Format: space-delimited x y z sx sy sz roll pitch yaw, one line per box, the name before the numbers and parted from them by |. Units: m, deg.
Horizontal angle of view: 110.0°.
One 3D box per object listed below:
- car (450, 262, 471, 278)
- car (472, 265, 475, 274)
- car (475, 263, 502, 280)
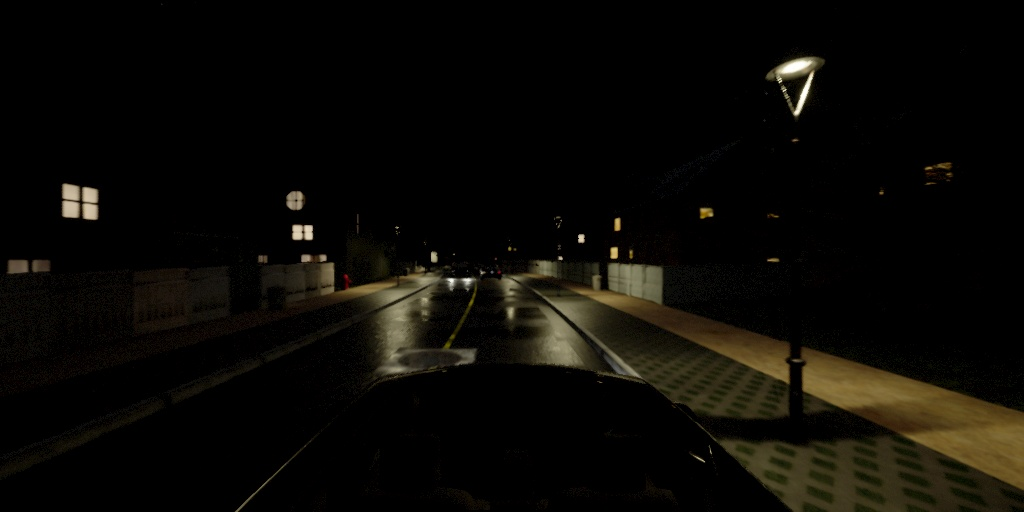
car | -5.398 1.429 37.566 1.882 1.535 5.008 0 -1 -8
car | -3.953 1.604 45.771 1.994 1.385 4.181 0 -1 -10
car | -2.010 1.450 33.035 2.033 1.411 5.357 0 0 -8
